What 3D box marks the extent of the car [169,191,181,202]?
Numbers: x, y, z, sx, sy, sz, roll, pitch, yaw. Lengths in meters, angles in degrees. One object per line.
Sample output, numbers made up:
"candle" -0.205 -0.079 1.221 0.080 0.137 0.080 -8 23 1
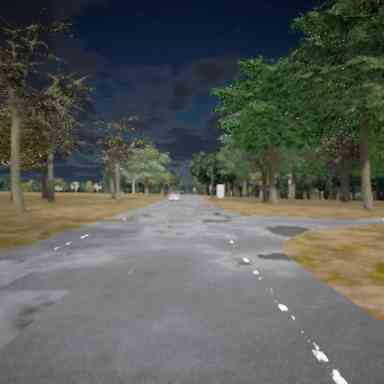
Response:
"car" -3.548 0.918 68.376 2.150 2.045 5.566 0 0 0
